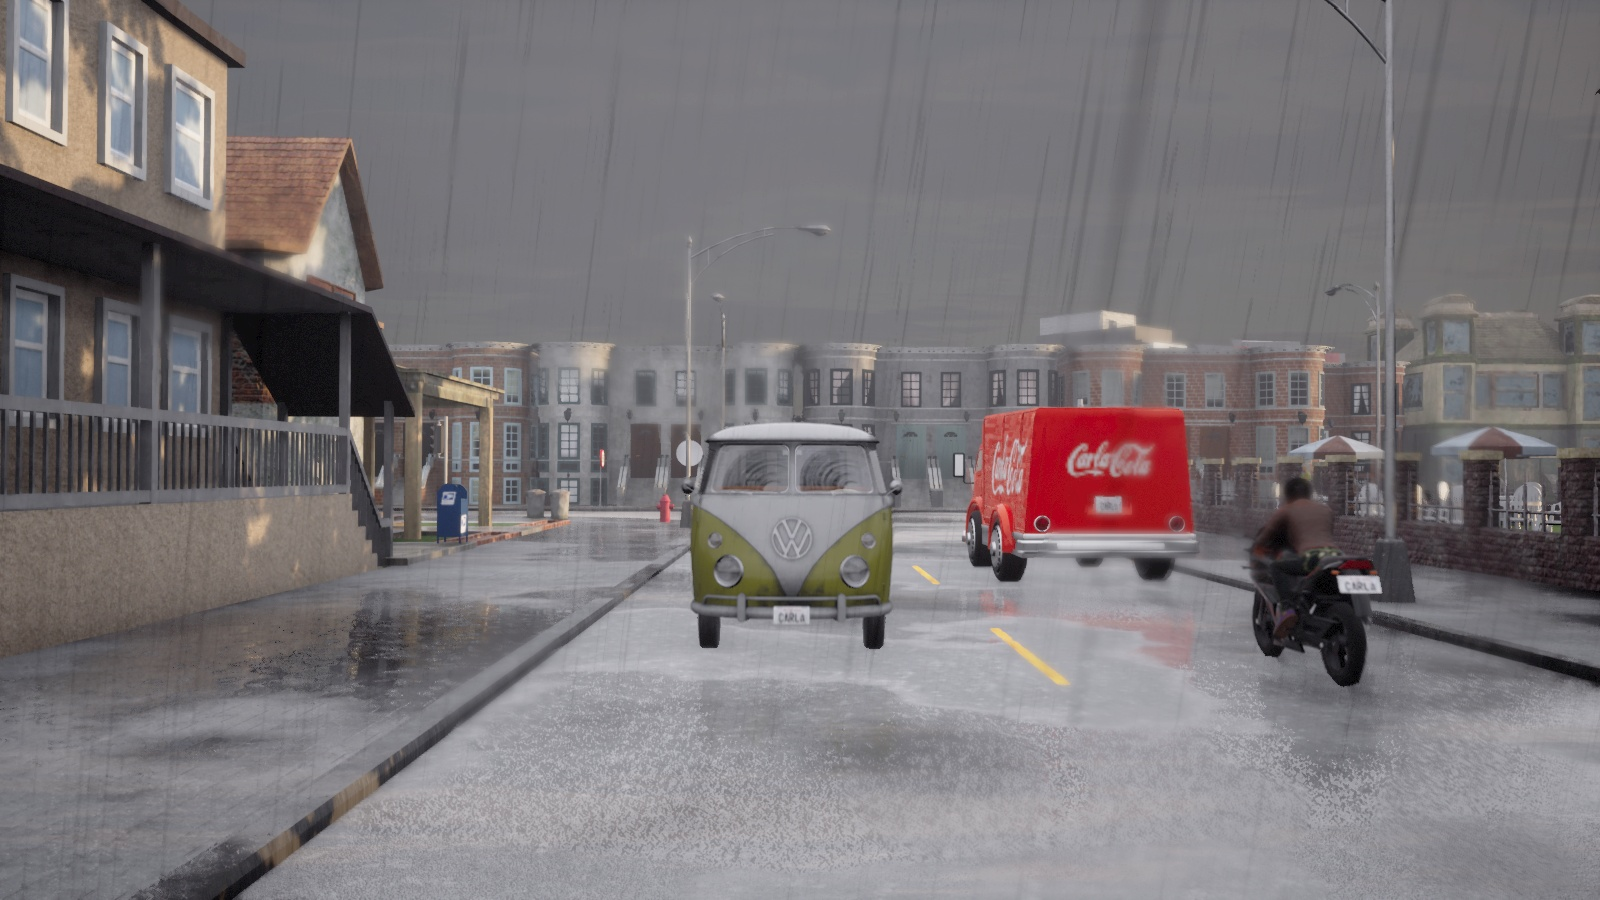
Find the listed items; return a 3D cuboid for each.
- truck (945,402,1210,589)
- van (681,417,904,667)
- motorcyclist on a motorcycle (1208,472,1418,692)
[{"bbox_3d":[3.983,0.635,19.262,2.627,2.467,5.204,0,-1,-3],"label":"truck"},{"bbox_3d":[-0.070,0.773,12.260,1.775,1.987,4.442,0,-1,0],"label":"van"},{"bbox_3d":[3.940,0.947,9.850,0.797,1.523,2.044,0,0,0],"label":"motorcyclist on a motorcycle"}]
